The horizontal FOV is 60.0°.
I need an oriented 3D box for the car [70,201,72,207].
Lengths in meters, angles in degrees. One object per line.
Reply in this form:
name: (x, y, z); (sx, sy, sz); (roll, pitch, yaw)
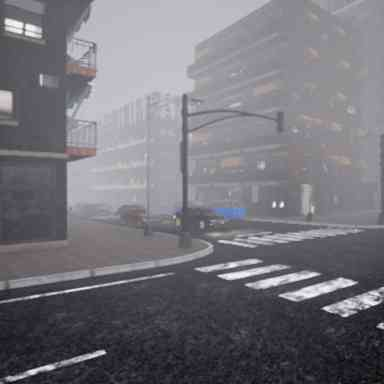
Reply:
car: (-20.381, 2.319, 61.321); (1.752, 1.417, 4.829); (-1, 0, -36)

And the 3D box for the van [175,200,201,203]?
van: (-0.386, 1.690, 34.097); (1.690, 1.788, 3.998); (-1, 0, -36)

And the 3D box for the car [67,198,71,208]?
car: (-24.820, 2.380, 63.008); (1.812, 1.442, 4.674); (0, -1, -36)

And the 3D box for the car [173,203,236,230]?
car: (0.547, 1.747, 23.082); (1.837, 1.490, 4.892); (0, -1, -35)

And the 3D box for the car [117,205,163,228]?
car: (-3.809, 1.882, 24.664); (1.802, 1.307, 4.206); (-1, 0, -36)

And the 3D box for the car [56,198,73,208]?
car: (-26.917, 2.254, 70.213); (2.192, 1.841, 5.009); (-1, 0, -36)

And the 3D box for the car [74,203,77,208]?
car: (-16.341, 2.266, 51.468); (1.895, 1.301, 4.718); (0, -1, -36)

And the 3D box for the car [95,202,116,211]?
car: (-13.647, 2.225, 52.155); (1.802, 1.307, 4.206); (-1, 0, -36)

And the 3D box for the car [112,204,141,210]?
car: (-5.378, 1.878, 31.137); (1.837, 1.490, 4.892); (0, -1, -36)

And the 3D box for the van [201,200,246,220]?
van: (2.930, 1.616, 29.582); (1.690, 1.788, 3.998); (-1, 0, -36)

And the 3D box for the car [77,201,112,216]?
car: (-11.518, 2.057, 39.499); (2.033, 1.411, 5.357); (0, -1, -37)
